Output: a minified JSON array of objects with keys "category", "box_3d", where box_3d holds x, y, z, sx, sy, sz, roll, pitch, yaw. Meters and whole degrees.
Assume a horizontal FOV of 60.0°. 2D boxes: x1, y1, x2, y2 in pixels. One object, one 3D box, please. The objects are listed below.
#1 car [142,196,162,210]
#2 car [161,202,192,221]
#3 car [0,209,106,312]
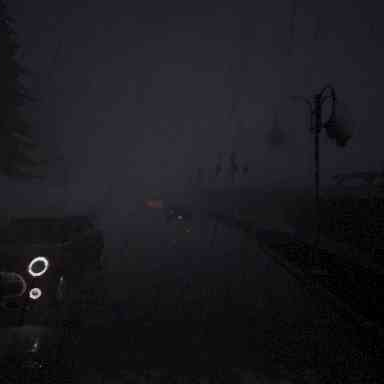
[{"category":"car","box_3d":[-5.197,1.353,43.564,2.097,1.767,4.553,0,0,-18]},{"category":"car","box_3d":[-1.210,1.601,26.947,1.895,1.301,4.718,0,0,-8]},{"category":"car","box_3d":[-3.587,1.352,7.935,2.097,1.767,4.553,0,0,0]}]
